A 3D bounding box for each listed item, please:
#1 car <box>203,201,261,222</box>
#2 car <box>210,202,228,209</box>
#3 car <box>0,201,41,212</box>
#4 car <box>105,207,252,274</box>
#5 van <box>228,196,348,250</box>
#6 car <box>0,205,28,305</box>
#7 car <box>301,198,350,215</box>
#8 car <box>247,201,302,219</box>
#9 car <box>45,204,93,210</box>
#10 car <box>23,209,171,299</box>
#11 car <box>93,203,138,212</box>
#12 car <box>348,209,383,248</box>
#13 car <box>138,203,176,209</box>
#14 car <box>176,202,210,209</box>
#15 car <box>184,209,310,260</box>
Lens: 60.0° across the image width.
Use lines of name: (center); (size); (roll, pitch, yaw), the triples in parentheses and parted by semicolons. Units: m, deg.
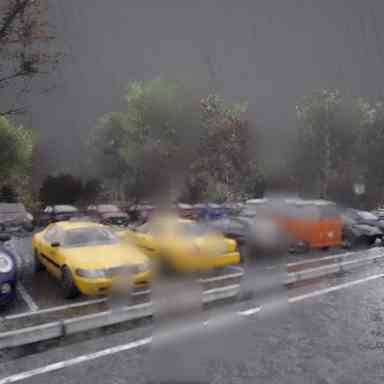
car: (3.379, 1.609, 29.010); (2.231, 1.521, 4.892); (0, 0, -36)
car: (1.088, 1.586, 27.360); (2.097, 1.535, 5.008); (1, 0, -36)
car: (-10.492, 1.346, 19.070); (2.185, 1.767, 4.553); (1, 0, -36)
car: (-0.792, 1.495, 10.757); (1.946, 1.575, 5.366); (1, 0, -36)
van: (3.837, 1.318, 14.003); (1.878, 1.987, 4.442); (1, 0, -36)
car: (-5.288, 1.328, 7.331); (2.185, 1.767, 4.553); (1, 0, -36)
car: (14.878, 1.574, 37.218); (2.185, 1.767, 4.553); (1, -1, -36)
car: (7.954, 1.652, 32.320); (2.231, 1.521, 4.892); (1, 0, -36)
car: (-8.180, 1.494, 20.689); (2.097, 1.535, 5.008); (1, 0, -36)
car: (-2.868, 1.473, 8.805); (1.946, 1.575, 5.366); (1, 0, -36)
car: (-5.894, 1.517, 22.346); (2.097, 1.535, 5.008); (1, 0, -36)
car: (6.214, 1.596, 15.534); (2.163, 1.488, 4.792); (1, 0, -36)
car: (-3.516, 1.570, 24.088); (2.163, 1.488, 4.792); (1, 0, -36)
car: (-1.204, 1.563, 25.710); (2.097, 1.535, 5.008); (1, 0, -36)
car: (1.611, 1.561, 12.254); (2.002, 1.452, 4.674); (1, 0, -36)
